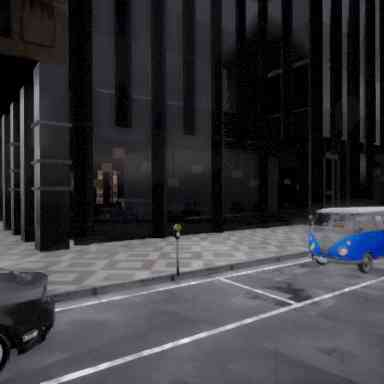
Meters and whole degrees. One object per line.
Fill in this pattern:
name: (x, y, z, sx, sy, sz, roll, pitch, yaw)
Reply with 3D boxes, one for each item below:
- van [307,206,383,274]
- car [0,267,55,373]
van: (5.281, 1.339, 10.306, 3.998, 1.788, 1.690, 0, 0, -35)
car: (-3.916, 1.550, 3.744, 4.403, 1.369, 2.008, 0, 0, -35)
